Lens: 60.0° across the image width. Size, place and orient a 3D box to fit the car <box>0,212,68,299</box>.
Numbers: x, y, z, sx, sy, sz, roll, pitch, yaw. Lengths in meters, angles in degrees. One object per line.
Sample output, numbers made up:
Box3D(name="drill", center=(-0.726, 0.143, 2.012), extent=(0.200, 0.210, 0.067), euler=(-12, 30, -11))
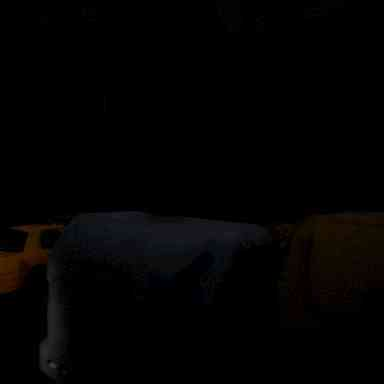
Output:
Box3D(name="car", center=(-3.639, 1.440, 8.444), extent=(1.946, 1.575, 5.366), euler=(0, -1, 17))

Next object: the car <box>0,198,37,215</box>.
Box3D(name="car", center=(-6.096, 1.170, 10.122), extent=(2.435, 2.045, 5.566), euler=(1, -1, 17))
